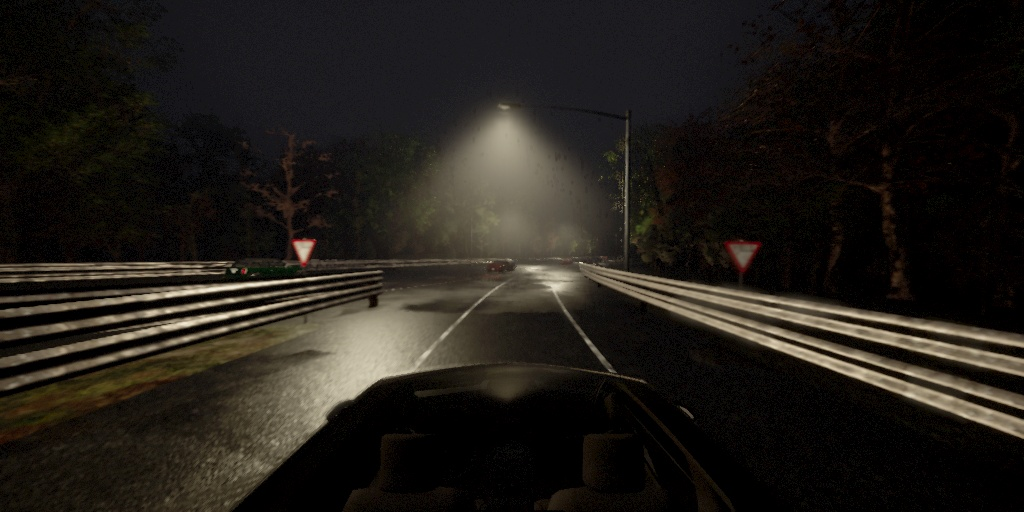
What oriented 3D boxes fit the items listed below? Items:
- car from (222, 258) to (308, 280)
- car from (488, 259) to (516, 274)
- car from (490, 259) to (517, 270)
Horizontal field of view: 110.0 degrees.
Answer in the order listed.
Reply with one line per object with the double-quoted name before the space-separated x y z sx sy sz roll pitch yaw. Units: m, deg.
"car" -15.412 0.933 22.775 2.097 1.767 4.553 1 0 20
"car" -1.267 1.248 41.105 1.812 1.442 4.674 1 0 20
"car" -1.118 1.239 51.697 2.033 1.411 5.357 1 0 20
